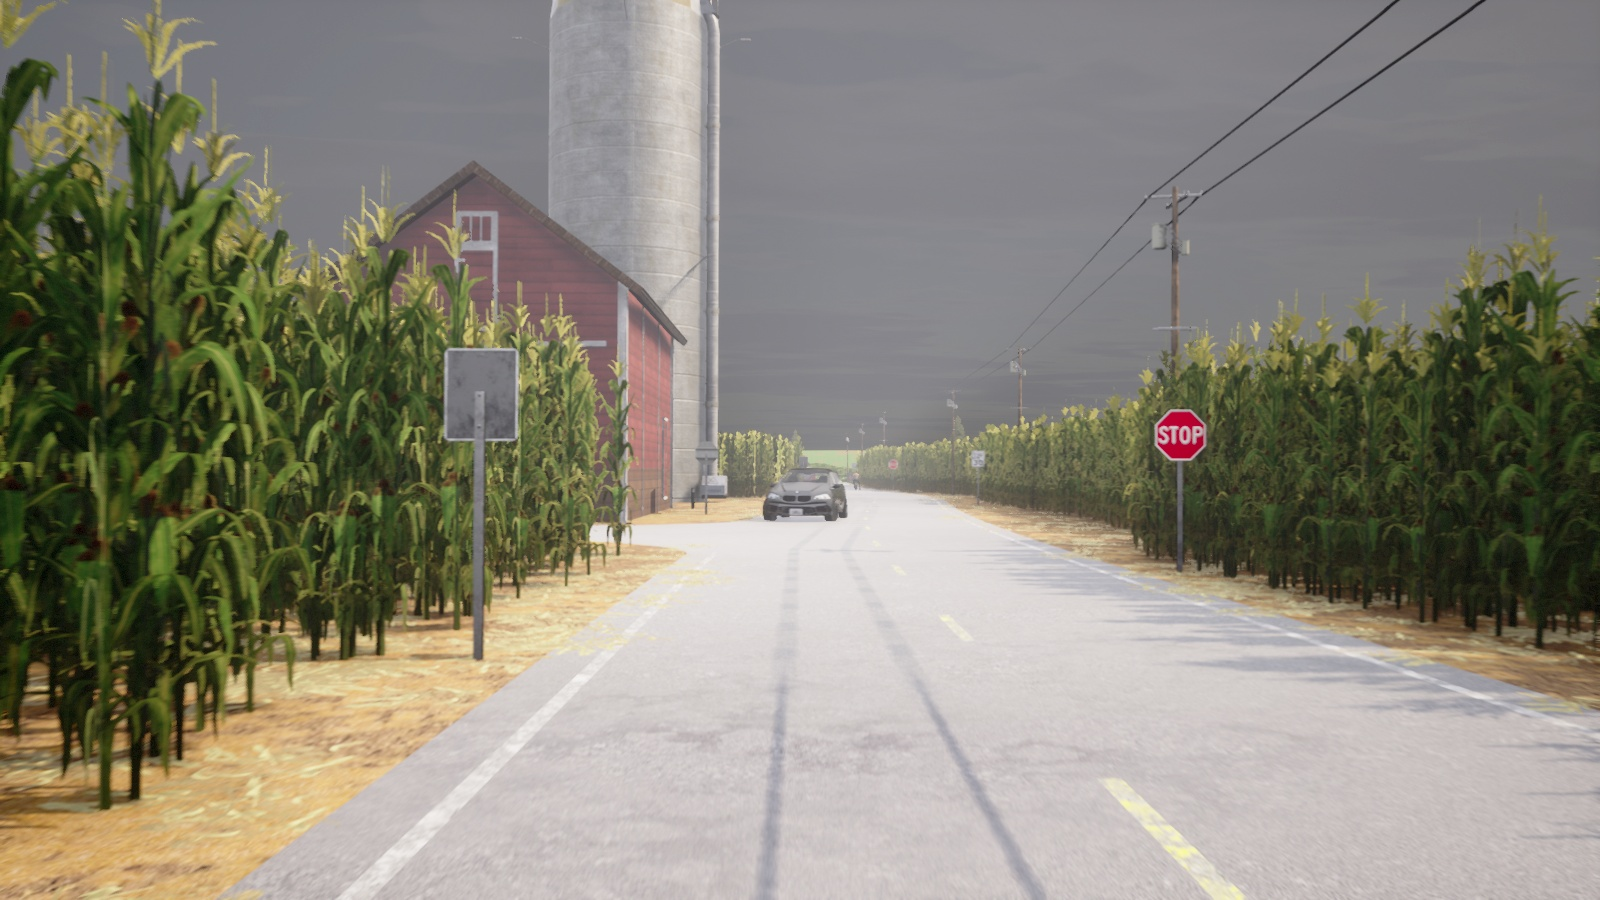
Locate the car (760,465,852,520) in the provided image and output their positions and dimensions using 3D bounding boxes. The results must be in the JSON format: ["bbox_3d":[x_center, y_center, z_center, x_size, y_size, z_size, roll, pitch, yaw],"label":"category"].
[{"bbox_3d":[0.257,1.334,40.310,2.242,1.667,4.611,0,-1,9],"label":"car"}]
